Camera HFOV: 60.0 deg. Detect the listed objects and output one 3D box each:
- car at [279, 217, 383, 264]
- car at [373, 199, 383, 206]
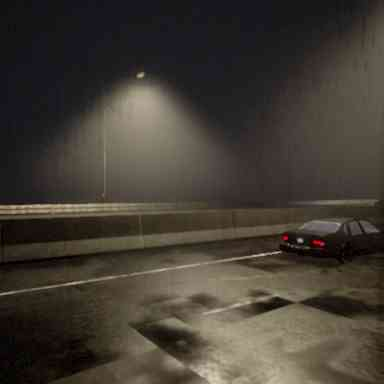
[{"bbox_3d":[5.505,1.611,12.040,5.357,1.411,2.033,0,0,-35],"label":"car"},{"bbox_3d":[29.530,1.799,50.797,4.892,1.490,1.837,0,0,-35],"label":"car"}]
